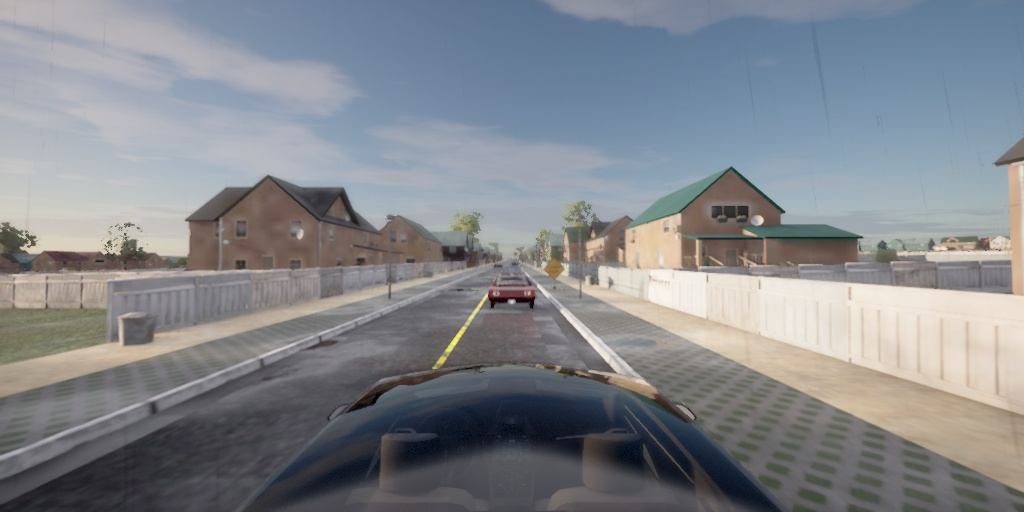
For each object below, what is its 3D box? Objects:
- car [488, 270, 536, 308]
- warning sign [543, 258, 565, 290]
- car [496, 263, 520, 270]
[{"bbox_3d":[-0.003,1.484,15.964,1.895,1.301,4.718,0,0,0],"label":"car"},{"bbox_3d":[2.511,1.046,21.085,1.300,1.860,1.060,0,0,0],"label":"warning sign"},{"bbox_3d":[-0.009,1.568,30.850,2.033,1.411,5.357,0,0,0],"label":"car"}]
